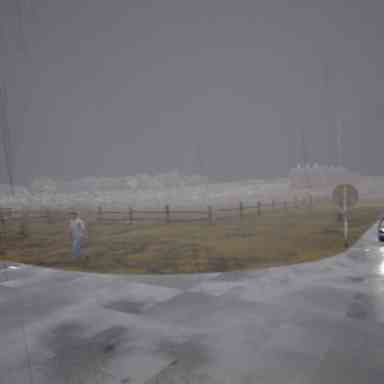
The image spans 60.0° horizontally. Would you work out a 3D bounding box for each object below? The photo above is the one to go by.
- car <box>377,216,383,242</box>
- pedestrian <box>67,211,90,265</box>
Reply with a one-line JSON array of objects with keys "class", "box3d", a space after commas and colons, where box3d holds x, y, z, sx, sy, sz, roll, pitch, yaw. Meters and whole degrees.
[{"class": "car", "box3d": [9.200, 1.271, 14.233, 2.033, 1.411, 5.357, -1, 0, 35]}, {"class": "pedestrian", "box3d": [-3.860, 1.452, 11.233, 0.375, 1.860, 0.375, -1, 3, 34]}]
